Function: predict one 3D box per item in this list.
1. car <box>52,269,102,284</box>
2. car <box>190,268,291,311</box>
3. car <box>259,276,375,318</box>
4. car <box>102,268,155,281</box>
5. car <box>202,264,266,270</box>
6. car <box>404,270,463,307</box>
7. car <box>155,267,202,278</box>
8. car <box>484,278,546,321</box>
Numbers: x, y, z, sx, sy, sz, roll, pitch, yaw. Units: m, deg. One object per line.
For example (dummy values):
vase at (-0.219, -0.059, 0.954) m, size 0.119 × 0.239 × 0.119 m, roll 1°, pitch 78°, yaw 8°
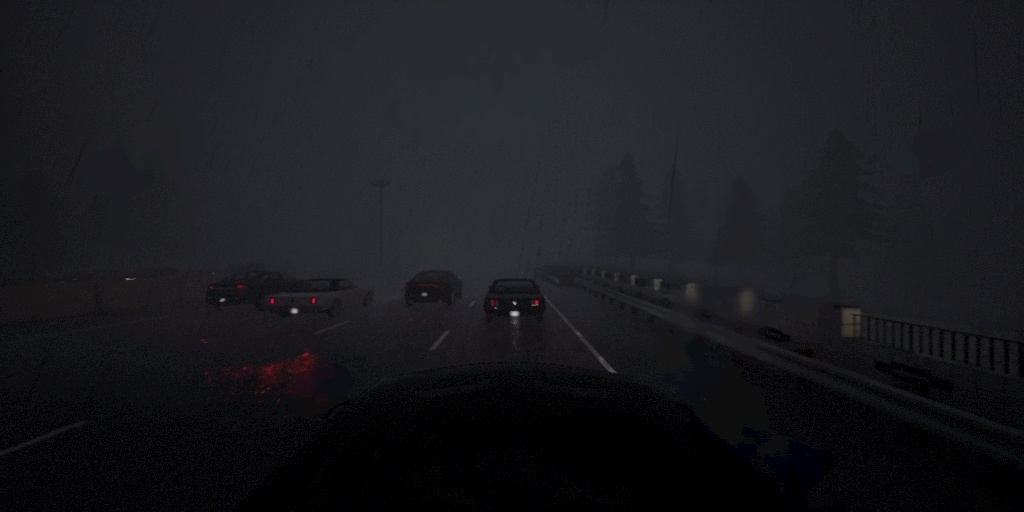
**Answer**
car at (-31.578, 1.696, 27.181) m, size 1.994 × 1.385 × 4.181 m, roll 0°, pitch -1°, yaw 1°
car at (-10.428, 1.405, 15.331) m, size 2.128 × 1.511 × 4.902 m, roll 0°, pitch -1°, yaw 0°
car at (-6.924, 1.481, 13.618) m, size 1.895 × 1.301 × 4.718 m, roll 0°, pitch -1°, yaw 0°
car at (-28.074, 1.633, 27.991) m, size 1.837 × 1.490 × 4.892 m, roll 0°, pitch -1°, yaw 0°
car at (-21.075, 1.447, 28.092) m, size 2.097 × 1.767 × 4.553 m, roll 0°, pitch 0°, yaw 0°
car at (-3.431, 1.374, 16.495) m, size 1.882 × 1.535 × 5.008 m, roll 0°, pitch -1°, yaw 0°
car at (-24.572, 1.713, 28.160) m, size 1.895 × 1.301 × 4.718 m, roll 0°, pitch -1°, yaw 0°
car at (0.078, 1.443, 12.828) m, size 1.895 × 1.301 × 4.718 m, roll 0°, pitch -1°, yaw 0°
